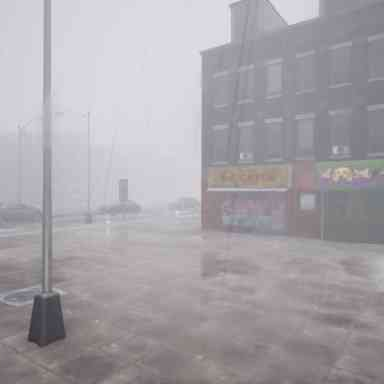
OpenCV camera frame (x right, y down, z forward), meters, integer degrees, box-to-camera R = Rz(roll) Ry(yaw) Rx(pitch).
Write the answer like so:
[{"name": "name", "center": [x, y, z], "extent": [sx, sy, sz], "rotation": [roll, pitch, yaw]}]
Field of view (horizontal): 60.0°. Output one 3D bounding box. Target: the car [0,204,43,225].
[{"name": "car", "center": [-12.736, 1.512, 23.470], "extent": [1.994, 1.385, 4.181], "rotation": [0, 0, 36]}]

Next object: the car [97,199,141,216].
[{"name": "car", "center": [-6.866, 1.435, 31.784], "extent": [1.812, 1.442, 4.674], "rotation": [0, 0, 35]}]

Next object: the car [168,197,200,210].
[{"name": "car", "center": [-0.912, 1.378, 40.200], "extent": [1.837, 1.490, 4.892], "rotation": [0, 0, 36]}]
